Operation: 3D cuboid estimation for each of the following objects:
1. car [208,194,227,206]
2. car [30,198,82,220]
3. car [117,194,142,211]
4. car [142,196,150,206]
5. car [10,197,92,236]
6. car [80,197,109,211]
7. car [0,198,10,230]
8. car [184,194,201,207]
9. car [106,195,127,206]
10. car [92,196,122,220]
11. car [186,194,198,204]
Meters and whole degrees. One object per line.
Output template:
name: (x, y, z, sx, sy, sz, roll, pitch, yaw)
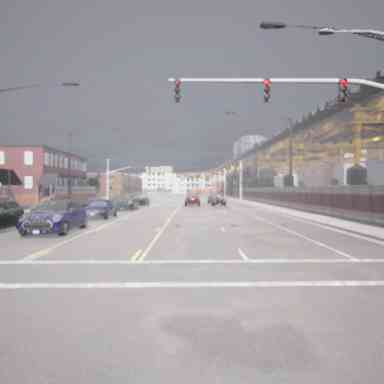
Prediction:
car: (3.567, 1.237, 44.991, 1.895, 1.301, 4.718, 0, 0, 0)
car: (-10.614, 1.275, 26.431, 2.128, 1.511, 4.902, 0, 0, 0)
car: (-7.114, 1.059, 36.010, 2.097, 1.767, 4.553, 0, 0, 0)
car: (-7.093, 1.221, 46.708, 1.895, 1.301, 4.718, 0, 0, 0)
car: (-7.105, 1.209, 17.408, 2.097, 1.767, 4.553, 0, 0, 0)
car: (-10.614, 1.266, 36.460, 1.994, 1.385, 4.181, 0, 0, 0)
car: (-10.605, 1.209, 17.276, 2.097, 1.767, 4.553, 0, 0, 0)
car: (0.070, 0.987, 44.806, 2.097, 1.767, 4.553, 0, 1, 0)
car: (-10.591, 1.182, 46.907, 1.994, 1.385, 4.181, 0, 0, 1)
car: (-7.115, 1.313, 26.096, 1.812, 1.442, 4.674, 0, 0, 0)
car: (-0.004, 1.061, 54.807, 1.837, 1.490, 4.892, 0, 0, 0)
